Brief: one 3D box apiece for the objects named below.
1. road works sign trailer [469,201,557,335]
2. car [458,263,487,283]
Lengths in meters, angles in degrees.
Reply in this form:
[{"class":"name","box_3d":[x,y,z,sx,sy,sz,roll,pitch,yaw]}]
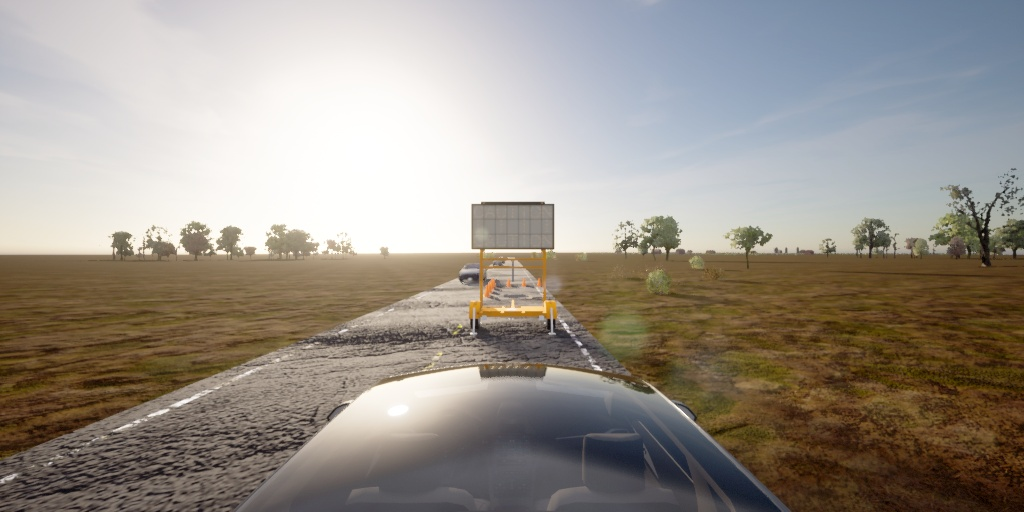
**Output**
[{"class":"road works sign trailer","box_3d":[0.026,0.214,10.518,2.380,3.560,2.880,0,0,0]},{"class":"car","box_3d":[-3.028,1.297,28.572,2.033,1.411,5.357,0,0,0]}]
